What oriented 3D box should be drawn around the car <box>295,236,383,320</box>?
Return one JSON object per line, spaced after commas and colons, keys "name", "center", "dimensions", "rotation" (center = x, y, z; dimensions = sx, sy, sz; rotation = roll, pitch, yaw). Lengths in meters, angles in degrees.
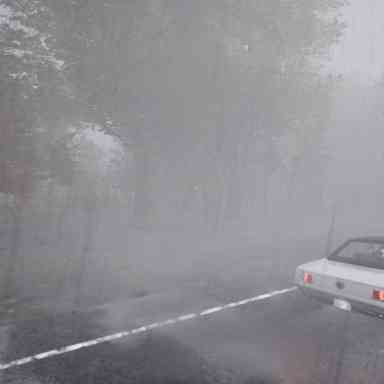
{"name": "car", "center": [4.320, 1.582, 6.830], "dimensions": [4.718, 1.301, 1.895], "rotation": [0, 0, -35]}
